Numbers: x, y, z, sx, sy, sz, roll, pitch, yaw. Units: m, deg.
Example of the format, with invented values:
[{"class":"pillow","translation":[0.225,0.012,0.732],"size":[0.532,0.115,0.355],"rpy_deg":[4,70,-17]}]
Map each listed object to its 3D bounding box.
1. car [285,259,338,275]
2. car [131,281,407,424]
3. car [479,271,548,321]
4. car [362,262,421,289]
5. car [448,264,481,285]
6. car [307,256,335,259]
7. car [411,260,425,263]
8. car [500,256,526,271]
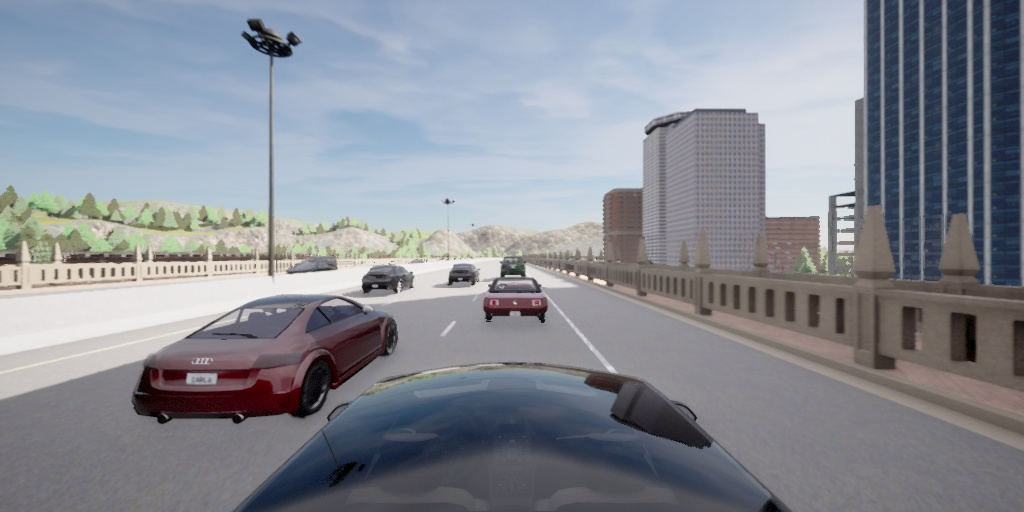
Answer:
[{"class":"car","translation":[-17.589,1.270,31.319],"size":[1.882,1.535,5.008],"rpy_deg":[0,0,0]},{"class":"car","translation":[-3.402,1.317,5.936],"size":[1.994,1.385,4.181],"rpy_deg":[0,0,0]},{"class":"car","translation":[0.097,1.359,12.424],"size":[1.895,1.301,4.718],"rpy_deg":[0,0,0]},{"class":"car","translation":[-6.906,1.276,20.479],"size":[1.837,1.490,4.892],"rpy_deg":[0,0,0]},{"class":"car","translation":[-3.409,1.286,26.010],"size":[1.837,1.490,4.892],"rpy_deg":[0,0,0]},{"class":"car","translation":[-21.059,1.034,38.874],"size":[2.150,2.045,5.566],"rpy_deg":[0,0,1]},{"class":"car","translation":[-14.022,1.322,53.078],"size":[1.882,1.535,5.008],"rpy_deg":[0,0,0]},{"class":"car","translation":[0.090,1.015,31.958],"size":[2.150,2.045,5.566],"rpy_deg":[0,0,0]}]
